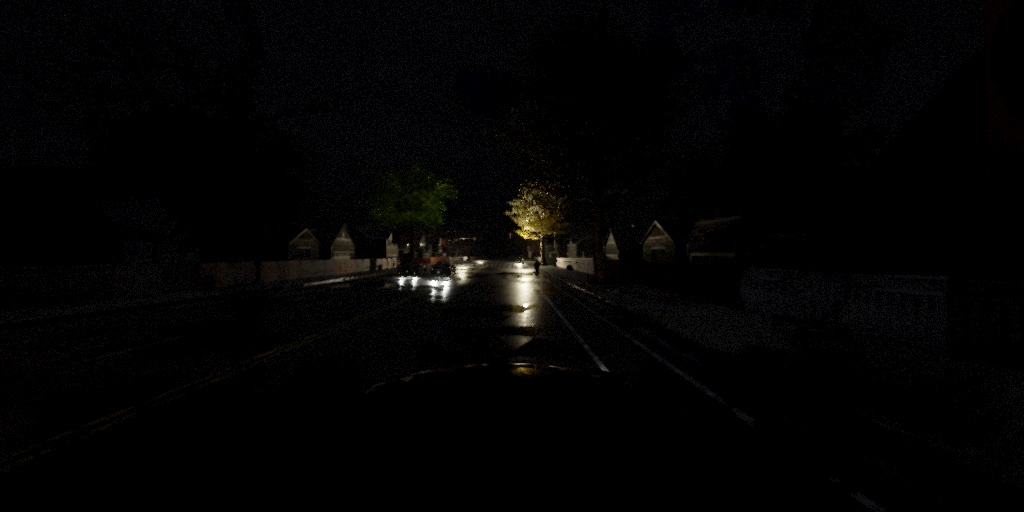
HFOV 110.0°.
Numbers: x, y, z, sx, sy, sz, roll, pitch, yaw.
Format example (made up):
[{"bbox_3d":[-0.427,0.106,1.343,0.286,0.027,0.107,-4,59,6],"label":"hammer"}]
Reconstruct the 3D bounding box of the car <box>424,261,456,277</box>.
[{"bbox_3d":[-6.580,1.208,34.606,2.128,1.511,4.902,0,0,0],"label":"car"}]

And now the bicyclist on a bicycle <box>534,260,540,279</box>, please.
[{"bbox_3d":[2.226,1.172,31.780,0.582,1.620,1.656,0,0,0],"label":"bicyclist on a bicycle"}]

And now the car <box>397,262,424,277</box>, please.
[{"bbox_3d":[-9.829,1.279,35.521,1.994,1.385,4.181,0,0,0],"label":"car"}]

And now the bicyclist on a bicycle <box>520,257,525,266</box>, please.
[{"bbox_3d":[1.984,1.115,64.893,0.866,1.612,1.509,0,0,3],"label":"bicyclist on a bicycle"}]
